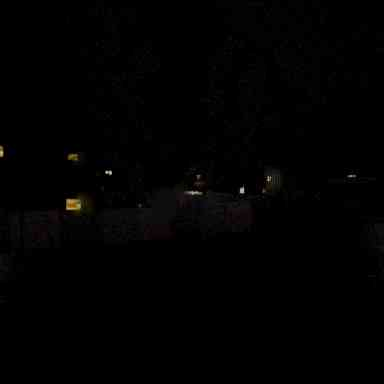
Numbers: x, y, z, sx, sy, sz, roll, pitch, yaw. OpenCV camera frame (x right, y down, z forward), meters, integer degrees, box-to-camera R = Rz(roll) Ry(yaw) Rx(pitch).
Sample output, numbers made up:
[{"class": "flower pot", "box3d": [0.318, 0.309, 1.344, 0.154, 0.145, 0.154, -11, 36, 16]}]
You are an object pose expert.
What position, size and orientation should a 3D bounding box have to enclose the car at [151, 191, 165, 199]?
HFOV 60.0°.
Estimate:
[{"class": "car", "box3d": [-6.438, 0.639, 61.664, 1.812, 1.442, 4.674, 1, 1, -21]}]
